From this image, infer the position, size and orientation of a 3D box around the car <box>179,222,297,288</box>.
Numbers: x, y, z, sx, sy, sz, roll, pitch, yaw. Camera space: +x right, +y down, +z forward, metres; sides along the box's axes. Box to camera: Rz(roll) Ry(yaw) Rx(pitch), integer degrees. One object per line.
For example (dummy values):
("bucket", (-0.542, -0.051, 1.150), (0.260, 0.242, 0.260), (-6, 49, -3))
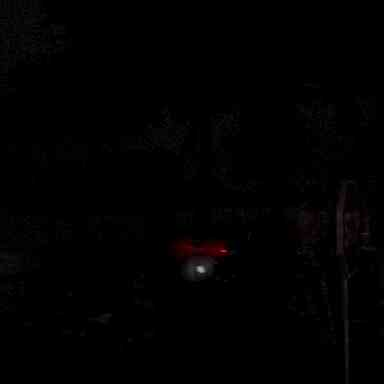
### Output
("car", (1.580, 1.636, 9.786), (2.128, 1.511, 4.902), (-1, -2, 35))

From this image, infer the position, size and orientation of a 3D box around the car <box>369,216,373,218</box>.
("car", (21.953, 2.333, 39.113), (1.994, 1.385, 4.181), (-1, -2, 35))
